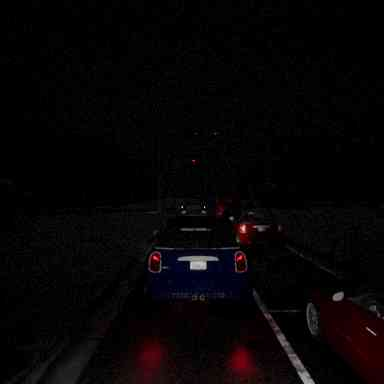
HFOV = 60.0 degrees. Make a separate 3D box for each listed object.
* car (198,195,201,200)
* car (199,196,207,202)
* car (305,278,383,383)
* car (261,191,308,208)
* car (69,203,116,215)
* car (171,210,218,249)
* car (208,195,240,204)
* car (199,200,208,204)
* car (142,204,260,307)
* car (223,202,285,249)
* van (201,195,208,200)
[{"bbox_3d":[2.658,1.357,57.049,2.192,1.841,5.009,-1,0,0],"label":"car"},{"bbox_3d":[2.676,1.650,84.081,1.887,1.381,4.507,-1,0,0],"label":"car"},{"bbox_3d":[2.631,1.581,3.672,1.802,1.307,4.206,-1,0,0],"label":"car"},{"bbox_3d":[11.072,0.901,40.107,5.566,2.045,2.150,-1,1,3],"label":"car"},{"bbox_3d":[-10.992,1.889,37.021,4.718,1.301,1.895,-2,1,0],"label":"car"},{"bbox_3d":[0.103,1.600,15.562,1.895,1.301,4.718,0,0,0],"label":"car"},{"bbox_3d":[2.640,1.319,25.282,2.192,1.841,5.009,-1,0,0],"label":"car"},{"bbox_3d":[0.117,1.568,25.574,1.994,1.385,4.181,0,0,-1],"label":"car"},{"bbox_3d":[0.075,1.350,8.158,2.097,1.767,4.553,0,0,-1],"label":"car"},{"bbox_3d":[2.636,1.439,14.477,1.967,1.590,4.097,-1,0,0],"label":"car"},{"bbox_3d":[2.655,1.374,51.643,1.690,1.788,3.998,-1,0,0],"label":"van"}]
